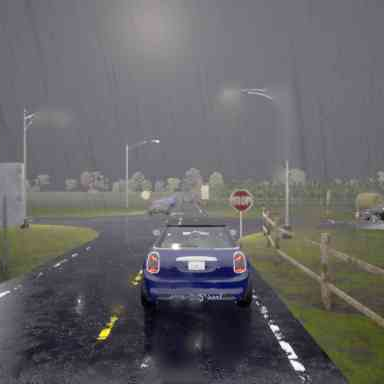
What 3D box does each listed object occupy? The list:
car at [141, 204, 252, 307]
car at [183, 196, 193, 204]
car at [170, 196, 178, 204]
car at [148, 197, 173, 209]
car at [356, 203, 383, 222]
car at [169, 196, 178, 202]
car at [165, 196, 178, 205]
[{"bbox_3d":[0.072,1.350,8.128,2.097,1.767,4.553,0,0,0],"label":"car"},{"bbox_3d":[-0.811,1.449,61.497,2.128,1.511,4.902,0,0,-2],"label":"car"},{"bbox_3d":[-3.365,1.452,46.476,1.882,1.535,5.008,0,0,-1],"label":"car"},{"bbox_3d":[-3.108,1.487,32.475,1.837,1.490,4.892,0,-1,-1],"label":"car"},{"bbox_3d":[14.661,1.487,24.294,4.902,1.511,2.128,0,0,9],"label":"car"},{"bbox_3d":[-4.018,1.535,72.820,1.895,1.301,4.718,0,0,-2],"label":"car"},{"bbox_3d":[-3.661,1.508,59.851,2.033,1.411,5.357,0,0,0],"label":"car"}]
